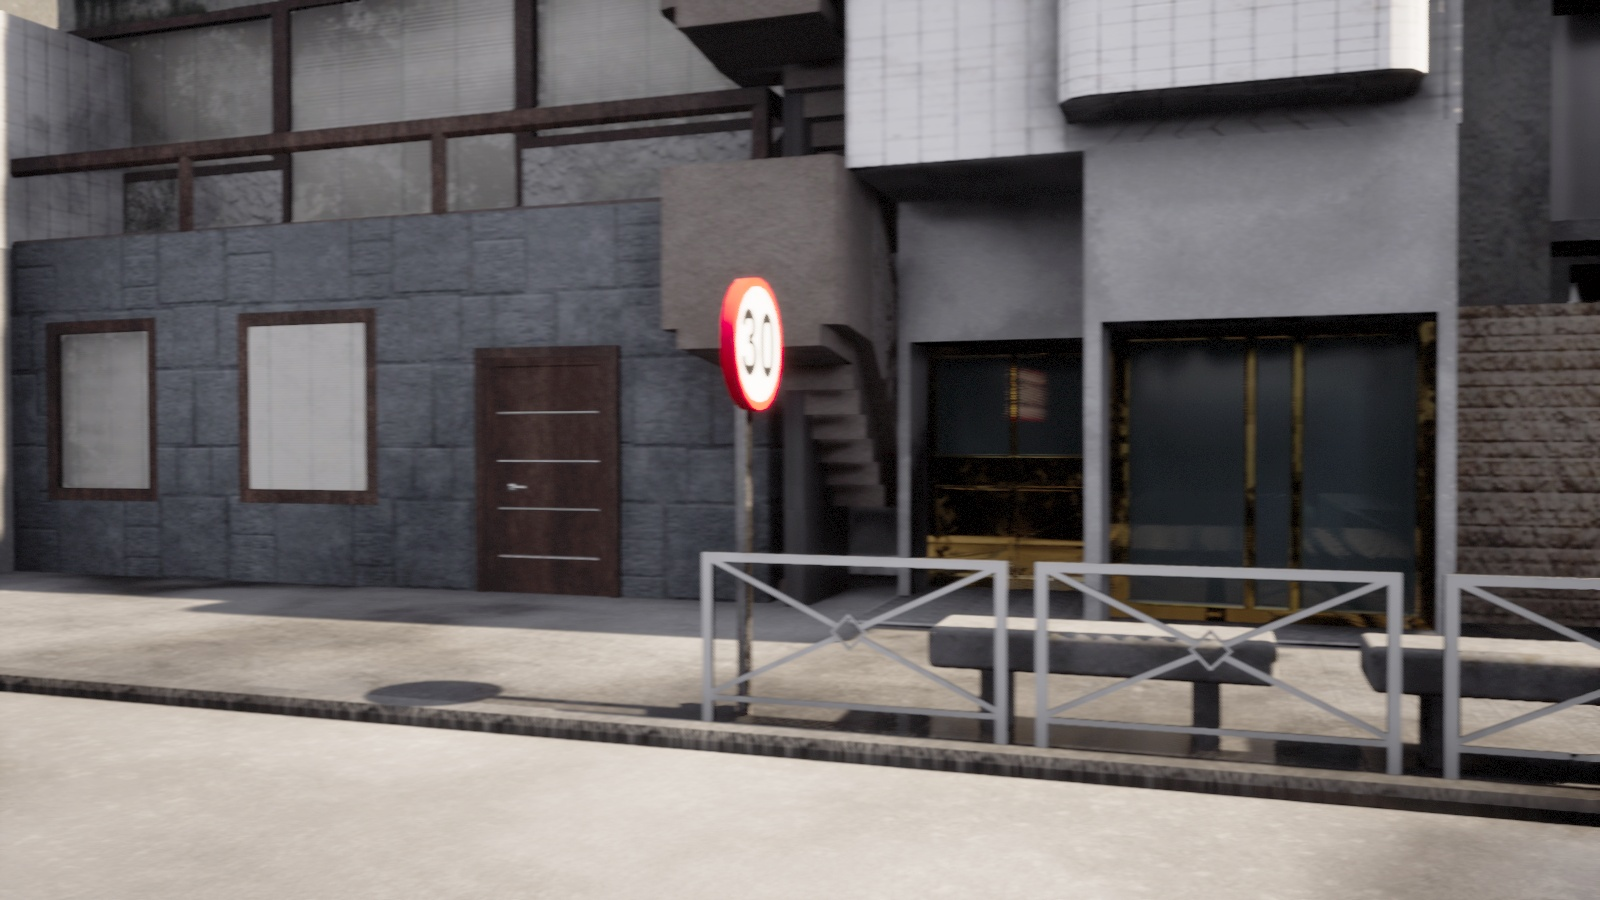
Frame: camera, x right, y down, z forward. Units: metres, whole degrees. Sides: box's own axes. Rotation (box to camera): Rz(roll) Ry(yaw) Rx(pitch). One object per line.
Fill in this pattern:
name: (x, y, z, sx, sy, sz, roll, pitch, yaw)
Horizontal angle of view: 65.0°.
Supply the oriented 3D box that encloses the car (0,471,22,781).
car: (-4.806, 0.778, 5.337, 2.207, 1.376, 1.481, 1, 1, 19)
